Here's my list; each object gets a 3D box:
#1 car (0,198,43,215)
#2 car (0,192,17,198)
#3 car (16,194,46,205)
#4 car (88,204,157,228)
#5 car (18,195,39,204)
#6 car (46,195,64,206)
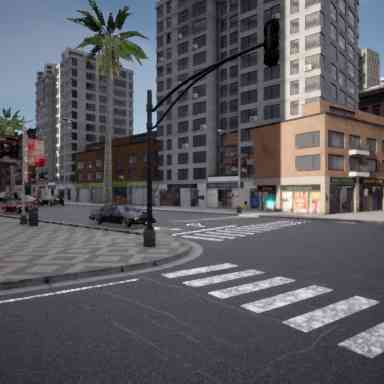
[{"bbox_3d":[-16.924,1.513,32.869,4.718,1.301,1.895,0,0,42],"label":"car"},{"bbox_3d":[-30.291,0.991,54.724,2.150,2.045,5.566,0,0,-44],"label":"car"},{"bbox_3d":[-23.199,1.361,47.806,4.674,1.442,1.812,0,0,45],"label":"car"},{"bbox_3d":[-4.818,1.523,22.387,5.357,1.411,2.033,0,0,40],"label":"car"},{"bbox_3d":[-28.251,1.270,57.286,1.837,1.490,4.892,0,0,-44],"label":"car"},{"bbox_3d":[-21.207,1.184,50.404,4.553,1.767,2.097,0,0,45],"label":"car"}]
